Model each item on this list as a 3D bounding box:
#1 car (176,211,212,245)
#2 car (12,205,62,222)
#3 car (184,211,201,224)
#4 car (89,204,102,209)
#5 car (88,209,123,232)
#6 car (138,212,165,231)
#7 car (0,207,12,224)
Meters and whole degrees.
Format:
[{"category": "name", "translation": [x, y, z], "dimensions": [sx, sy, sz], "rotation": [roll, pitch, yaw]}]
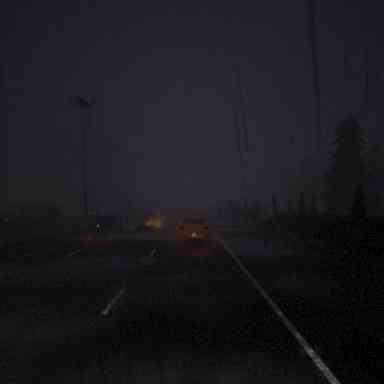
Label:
[{"category": "car", "translation": [0.100, 2.102, 19.322], "dimensions": [1.882, 1.535, 5.008], "rotation": [0, -2, 0]}, {"category": "car", "translation": [-14.093, 2.274, 31.249], "dimensions": [2.150, 2.045, 5.566], "rotation": [0, -2, 0]}, {"category": "car", "translation": [0.101, 2.944, 39.358], "dimensions": [1.895, 1.301, 4.718], "rotation": [0, -2, 0]}, {"category": "car", "translation": [-21.000, 3.333, 72.692], "dimensions": [1.882, 1.535, 5.008], "rotation": [0, 2, 0]}, {"category": "car", "translation": [-6.900, 2.387, 26.883], "dimensions": [2.128, 1.511, 4.902], "rotation": [0, -2, 0]}, {"category": "car", "translation": [-3.400, 2.426, 28.359], "dimensions": [1.882, 1.535, 5.008], "rotation": [0, -2, 0]}, {"category": "car", "translation": [-17.583, 2.385, 34.290], "dimensions": [2.150, 2.045, 5.566], "rotation": [0, -2, 0]}]
